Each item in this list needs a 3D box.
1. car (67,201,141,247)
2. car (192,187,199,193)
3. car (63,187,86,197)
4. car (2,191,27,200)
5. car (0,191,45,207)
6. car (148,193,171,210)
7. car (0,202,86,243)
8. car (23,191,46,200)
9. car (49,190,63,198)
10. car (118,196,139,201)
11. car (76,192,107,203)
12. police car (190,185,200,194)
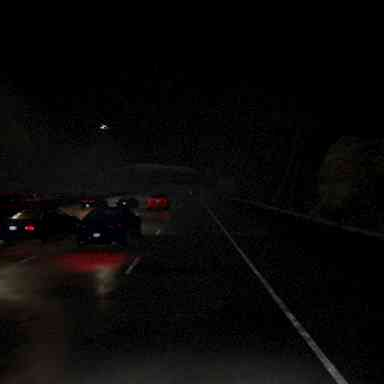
[{"bbox_3d":[-3.401,1.356,14.337,1.882,1.535,5.008,0,1,0],"label":"car"},{"bbox_3d":[1.042,-0.563,92.186,1.812,1.442,4.674,0,2,0],"label":"car"},{"bbox_3d":[-21.021,0.195,60.729,2.150,2.045,5.566,0,2,0],"label":"car"},{"bbox_3d":[-31.512,0.541,59.180,1.812,1.442,4.674,0,2,0],"label":"car"},{"bbox_3d":[-10.390,1.054,18.233,2.150,2.045,5.566,0,1,0],"label":"car"},{"bbox_3d":[-3.403,0.920,35.176,2.097,1.767,4.553,0,1,0],"label":"car"},{"bbox_3d":[-6.901,1.415,15.349,2.033,1.411,5.357,0,1,0],"label":"car"},{"bbox_3d":[-28.020,0.573,59.321,1.994,1.385,4.181,0,2,0],"label":"car"},{"bbox_3d":[-24.517,0.439,61.179,1.882,1.535,5.008,0,2,0],"label":"car"},{"bbox_3d":[-6.903,1.117,35.995,1.994,1.385,4.181,0,1,0],"label":"car"},{"bbox_3d":[-10.403,1.065,35.597,1.837,1.490,4.892,0,1,0],"label":"car"},{"bbox_3d":[1.043,-0.291,82.289,1.930,1.638,5.238,0,2,0],"label":"police car"}]
